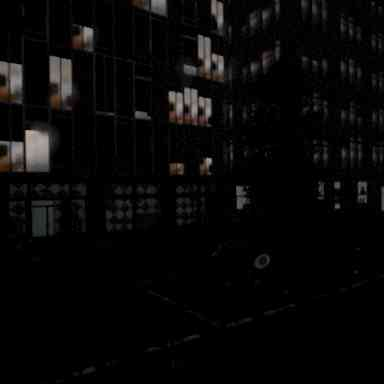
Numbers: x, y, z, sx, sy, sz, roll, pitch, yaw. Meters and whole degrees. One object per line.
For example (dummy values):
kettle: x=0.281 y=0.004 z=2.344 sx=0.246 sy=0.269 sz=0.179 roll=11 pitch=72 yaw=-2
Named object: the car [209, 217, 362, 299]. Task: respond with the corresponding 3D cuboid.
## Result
car: x=2.353 y=1.395 z=8.232 sx=4.097 sy=1.590 sz=1.967 roll=0 pitch=0 yaw=-35
